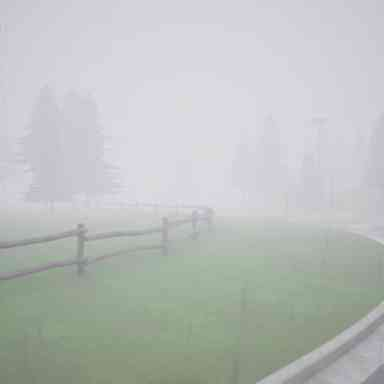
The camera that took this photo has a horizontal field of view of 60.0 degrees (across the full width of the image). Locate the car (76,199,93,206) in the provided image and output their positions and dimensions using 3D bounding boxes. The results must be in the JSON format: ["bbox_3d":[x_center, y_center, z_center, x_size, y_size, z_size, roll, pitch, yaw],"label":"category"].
[{"bbox_3d":[-22.927,2.202,68.954,1.994,1.385,4.181,0,-1,-39],"label":"car"}]

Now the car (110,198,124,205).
[{"bbox_3d":[-17.562,2.182,73.449,1.837,1.490,4.892,0,-1,-39],"label":"car"}]

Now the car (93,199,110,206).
[{"bbox_3d":[-20.269,1.891,71.232,2.150,2.045,5.566,0,-1,-39],"label":"car"}]
